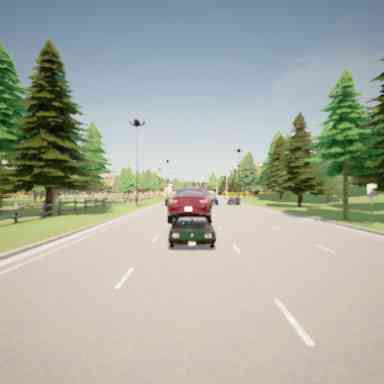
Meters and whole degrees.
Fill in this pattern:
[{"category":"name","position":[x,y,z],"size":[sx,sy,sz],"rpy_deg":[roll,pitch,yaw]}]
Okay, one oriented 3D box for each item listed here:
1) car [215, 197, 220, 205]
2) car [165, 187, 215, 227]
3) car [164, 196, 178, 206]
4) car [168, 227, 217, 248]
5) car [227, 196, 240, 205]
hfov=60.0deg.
[{"category":"car","position":[3.503,1.459,56.164],"size":[1.812,1.442,4.674],"rpy_deg":[0,0,0]},{"category":"car","position":[-0.034,0.545,14.808],"size":[1.812,1.442,4.674],"rpy_deg":[0,-2,3]},{"category":"car","position":[-3.497,1.411,56.165],"size":[1.882,1.535,5.008],"rpy_deg":[0,0,0]},{"category":"car","position":[0.003,1.646,14.747],"size":[1.895,1.301,4.718],"rpy_deg":[0,1,0]},{"category":"car","position":[7.003,1.425,56.164],"size":[2.128,1.511,4.902],"rpy_deg":[0,0,0]}]
